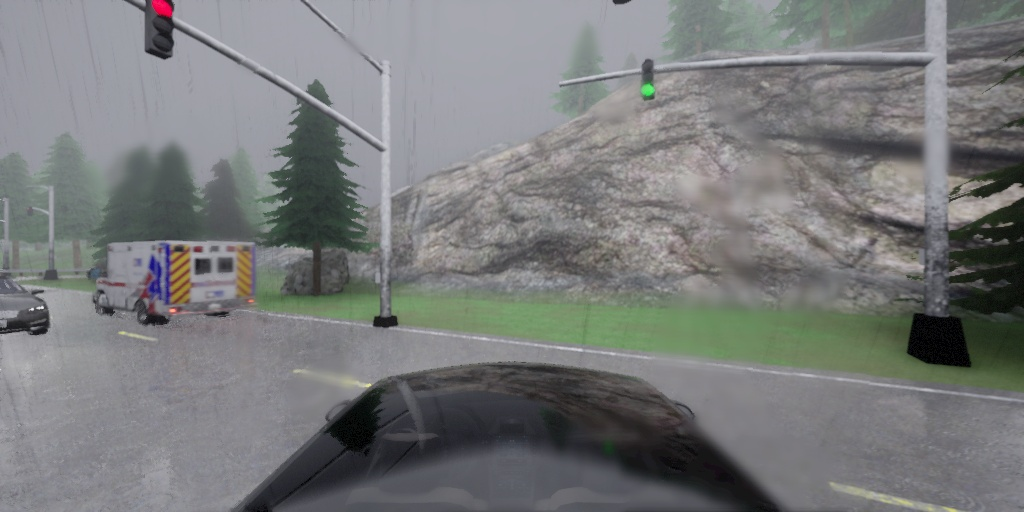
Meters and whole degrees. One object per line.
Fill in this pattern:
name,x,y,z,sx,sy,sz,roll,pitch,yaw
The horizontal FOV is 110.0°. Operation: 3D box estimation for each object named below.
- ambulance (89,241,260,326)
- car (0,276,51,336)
ambulance,-11.407,0.809,11.925,6.366,2.431,2.351,0,0,26
car,-13.745,1.267,9.076,4.902,1.511,2.128,0,0,26
